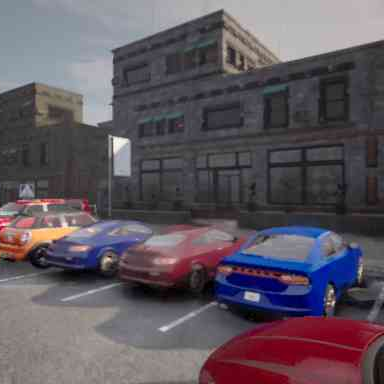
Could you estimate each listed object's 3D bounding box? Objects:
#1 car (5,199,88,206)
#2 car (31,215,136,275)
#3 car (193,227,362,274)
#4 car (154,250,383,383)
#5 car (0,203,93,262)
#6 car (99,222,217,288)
[{"bbox_3d":[-6.628,1.342,13.632,2.435,2.045,5.566,-1,0,35],"label":"car"},{"bbox_3d":[-2.224,1.587,10.529,2.002,1.452,4.674,-1,0,35],"label":"car"},{"bbox_3d":[2.373,1.497,7.253,2.097,1.535,5.008,-1,0,35],"label":"car"},{"bbox_3d":[2.306,1.469,1.735,5.008,1.535,1.882,-1,0,35],"label":"car"},{"bbox_3d":[-4.383,1.445,12.030,2.185,1.767,4.553,-1,0,35],"label":"car"},{"bbox_3d":[0.129,1.561,8.854,2.002,1.452,4.674,-1,0,35],"label":"car"}]
